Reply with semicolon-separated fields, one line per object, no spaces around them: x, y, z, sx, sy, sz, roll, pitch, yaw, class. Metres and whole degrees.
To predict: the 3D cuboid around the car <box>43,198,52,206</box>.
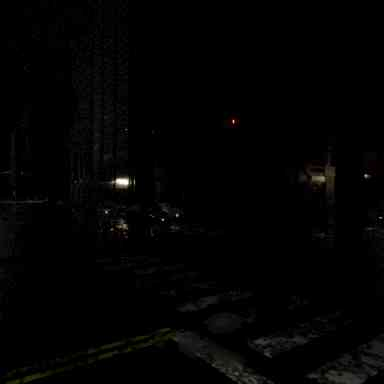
-26.506;1.802;62.428;2.128;1.511;4.902;1;-1;-36;car

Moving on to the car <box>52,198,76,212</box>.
-15.478;1.724;41.408;2.033;1.411;5.357;1;-1;-34;car

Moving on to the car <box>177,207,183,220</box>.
-2.509;1.645;28.532;1.812;1.442;4.674;1;0;-35;car

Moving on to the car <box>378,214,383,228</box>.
13.939;1.574;21.580;4.674;1.442;1.812;0;0;-35;car

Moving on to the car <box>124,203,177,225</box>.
-3.370;1.607;24.360;1.812;1.442;4.674;1;-1;-37;car

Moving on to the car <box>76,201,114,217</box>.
-9.324;1.620;32.722;2.128;1.511;4.902;1;-1;-36;car
